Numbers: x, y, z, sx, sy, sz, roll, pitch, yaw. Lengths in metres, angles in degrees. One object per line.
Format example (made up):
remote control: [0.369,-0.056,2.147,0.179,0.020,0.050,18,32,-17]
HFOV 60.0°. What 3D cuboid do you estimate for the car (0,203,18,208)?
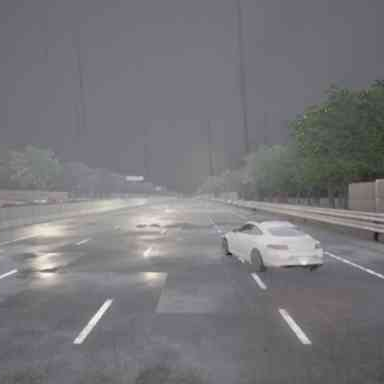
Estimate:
car: [-21.111,1.901,36.591,2.033,1.411,5.357,0,-1,0]

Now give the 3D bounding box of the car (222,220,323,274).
car: [2.443,1.644,11.012,1.812,1.442,4.674,0,-1,-13]

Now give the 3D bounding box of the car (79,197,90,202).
car: [-24.863,1.976,77.326,1.812,1.442,4.674,0,-1,0]

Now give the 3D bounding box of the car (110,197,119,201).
car: [-17.864,1.977,77.375,1.812,1.442,4.674,0,-1,0]
